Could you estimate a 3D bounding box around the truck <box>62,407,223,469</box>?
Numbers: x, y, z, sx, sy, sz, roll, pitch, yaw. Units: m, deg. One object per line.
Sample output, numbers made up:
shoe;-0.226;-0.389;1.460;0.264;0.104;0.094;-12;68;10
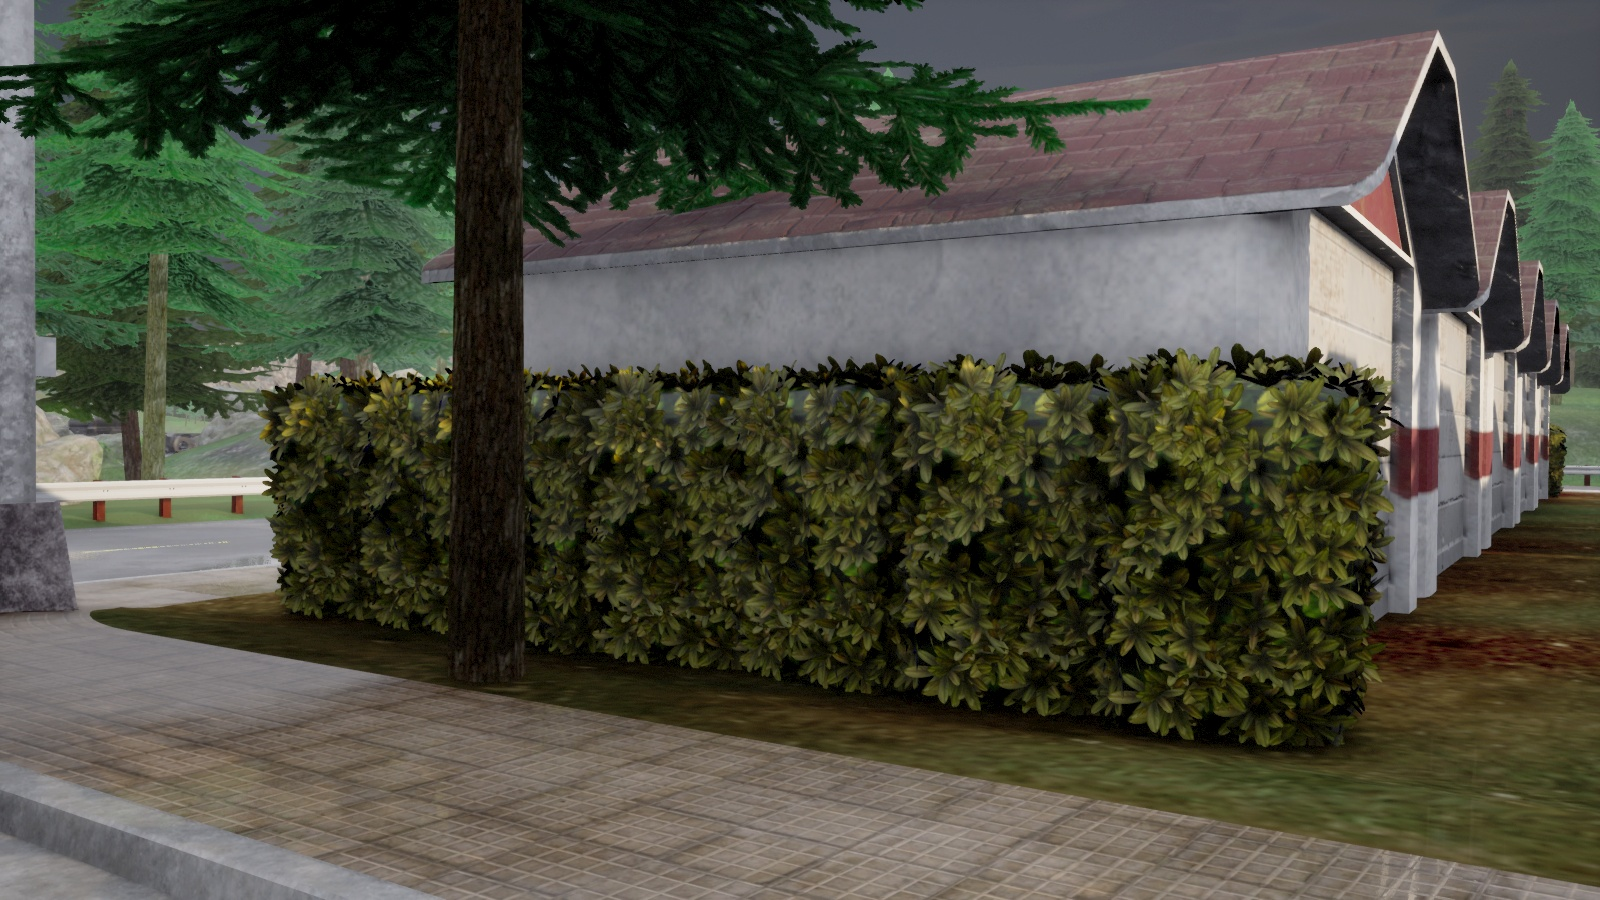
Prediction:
truck;-38.786;-0.719;74.380;2.891;3.462;7.936;0;1;34
